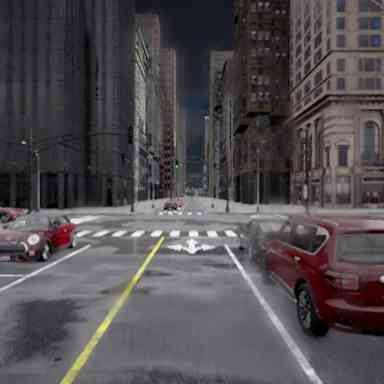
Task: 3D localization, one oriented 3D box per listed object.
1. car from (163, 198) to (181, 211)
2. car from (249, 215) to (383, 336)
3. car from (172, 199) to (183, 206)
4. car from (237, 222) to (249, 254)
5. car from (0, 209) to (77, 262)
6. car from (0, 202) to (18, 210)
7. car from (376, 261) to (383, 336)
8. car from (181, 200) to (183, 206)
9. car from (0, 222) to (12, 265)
[{"bbox_3d":[-3.015,1.939,47.575,2.033,1.411,5.357,0,0,-1],"label":"car"},{"bbox_3d":[2.753,1.371,6.706,2.192,1.841,5.009,0,0,0],"label":"car"},{"bbox_3d":[-2.896,2.164,67.888,1.895,1.301,4.718,0,0,1],"label":"car"},{"bbox_3d":[2.750,1.652,12.305,2.008,1.369,4.403,0,0,0],"label":"car"},{"bbox_3d":[-5.776,1.541,12.299,1.967,1.590,4.097,0,0,0],"label":"car"},{"bbox_3d":[-16.359,1.627,27.687,4.553,1.767,2.097,0,0,0],"label":"car"},{"bbox_3d":[2.758,1.450,1.102,1.967,1.590,4.097,0,0,0],"label":"car"},{"bbox_3d":[-2.974,1.828,57.699,2.097,1.767,4.553,0,0,0],"label":"car"},{"bbox_3d":[-5.771,1.579,6.526,1.752,1.417,4.829,0,0,0],"label":"car"}]
